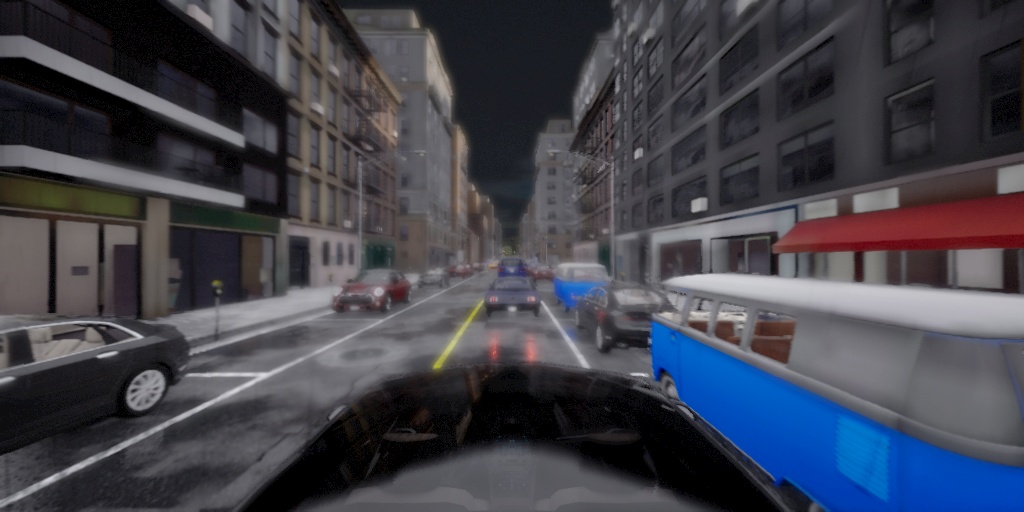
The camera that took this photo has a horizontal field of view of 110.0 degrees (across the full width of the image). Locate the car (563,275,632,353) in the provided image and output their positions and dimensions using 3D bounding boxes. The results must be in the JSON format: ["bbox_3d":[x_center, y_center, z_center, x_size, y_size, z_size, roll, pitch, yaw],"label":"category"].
[{"bbox_3d":[2.635,1.349,8.767,2.007,1.370,4.403,0,0,0],"label":"car"}]

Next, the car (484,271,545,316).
[{"bbox_3d":[0.038,1.434,13.737,1.895,1.301,4.718,0,0,1],"label":"car"}]

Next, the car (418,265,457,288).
[{"bbox_3d":[-5.397,1.467,25.295,2.007,1.370,4.403,0,0,0],"label":"car"}]

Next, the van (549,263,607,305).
[{"bbox_3d":[2.633,1.178,14.278,1.690,1.789,3.998,0,0,0],"label":"van"}]

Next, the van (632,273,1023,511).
[{"bbox_3d":[2.638,1.101,3.257,1.690,1.789,3.998,0,0,0],"label":"van"}]

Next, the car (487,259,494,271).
[{"bbox_3d":[-2.824,1.623,56.961,1.882,1.535,5.008,0,-1,0],"label":"car"}]

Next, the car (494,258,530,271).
[{"bbox_3d":[0.026,1.162,28.223,2.150,2.045,5.566,0,0,1],"label":"car"}]

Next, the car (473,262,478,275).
[{"bbox_3d":[-5.404,1.619,41.828,1.802,1.307,4.207,0,0,0],"label":"car"}]

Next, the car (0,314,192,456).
[{"bbox_3d":[-5.387,1.311,3.254,2.007,1.370,4.403,0,0,0],"label":"car"}]

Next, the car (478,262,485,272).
[{"bbox_3d":[-5.408,1.661,52.850,1.888,1.381,4.507,0,0,0],"label":"car"}]

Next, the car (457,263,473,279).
[{"bbox_3d":[-5.401,1.542,36.317,1.888,1.381,4.507,0,0,0],"label":"car"}]

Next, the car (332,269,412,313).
[{"bbox_3d":[-5.392,1.277,14.274,1.967,1.591,4.097,0,0,0],"label":"car"}]

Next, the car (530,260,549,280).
[{"bbox_3d":[2.626,1.397,30.810,1.967,1.591,4.097,0,0,0],"label":"car"}]
